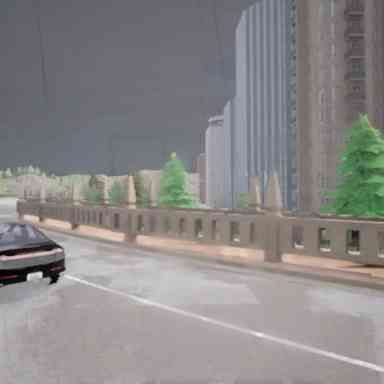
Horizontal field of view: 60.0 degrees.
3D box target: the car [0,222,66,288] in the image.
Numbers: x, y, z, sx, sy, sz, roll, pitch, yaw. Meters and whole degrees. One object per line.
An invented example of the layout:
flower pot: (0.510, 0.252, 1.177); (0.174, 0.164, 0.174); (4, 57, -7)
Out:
car: (-5.041, 1.516, 8.430); (4.902, 1.511, 2.128); (0, 0, 42)
